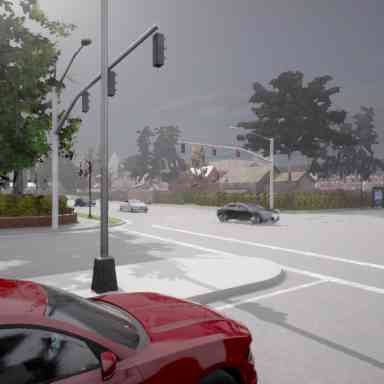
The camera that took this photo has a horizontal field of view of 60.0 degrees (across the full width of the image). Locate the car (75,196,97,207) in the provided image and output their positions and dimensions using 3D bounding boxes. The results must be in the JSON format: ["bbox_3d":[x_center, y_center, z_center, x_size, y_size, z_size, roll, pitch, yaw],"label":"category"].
[{"bbox_3d":[-16.101,1.351,50.316,2.097,1.767,4.553,0,0,-36],"label":"car"}]

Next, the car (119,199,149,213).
[{"bbox_3d":[-6.567,1.525,37.148,1.812,1.442,4.674,0,0,-36],"label":"car"}]

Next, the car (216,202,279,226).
[{"bbox_3d":[3.895,1.493,23.841,2.128,1.511,4.902,0,0,-43],"label":"car"}]

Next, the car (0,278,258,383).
[{"bbox_3d":[-1.653,1.478,2.590,5.008,1.535,1.882,0,0,-35],"label":"car"}]
